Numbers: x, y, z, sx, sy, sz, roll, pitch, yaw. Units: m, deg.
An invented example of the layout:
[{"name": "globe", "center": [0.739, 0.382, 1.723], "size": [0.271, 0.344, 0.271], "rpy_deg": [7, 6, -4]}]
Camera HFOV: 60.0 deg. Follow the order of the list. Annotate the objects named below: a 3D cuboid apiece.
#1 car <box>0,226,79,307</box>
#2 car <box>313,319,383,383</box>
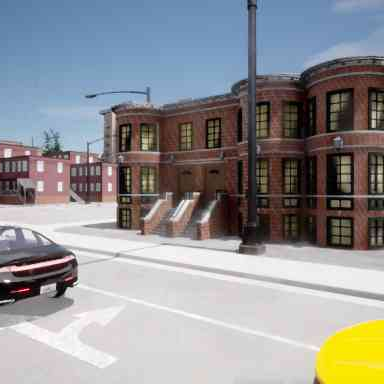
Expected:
[{"name": "car", "center": [-4.540, 1.492, 7.241], "size": [4.902, 1.511, 2.128], "rpy_deg": [0, 0, 34]}, {"name": "car", "center": [3.228, 1.478, 1.692], "size": [5.008, 1.535, 1.882], "rpy_deg": [0, 0, 36]}]
